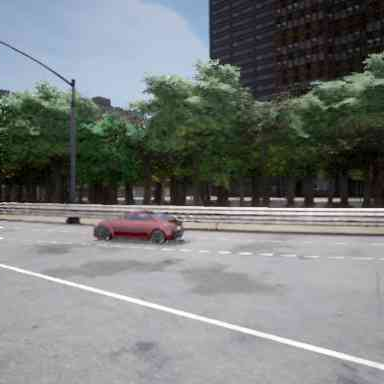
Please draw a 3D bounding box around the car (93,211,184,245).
[{"bbox_3d":[-2.481,1.586,15.564,4.181,1.385,1.994,0,0,19],"label":"car"}]
